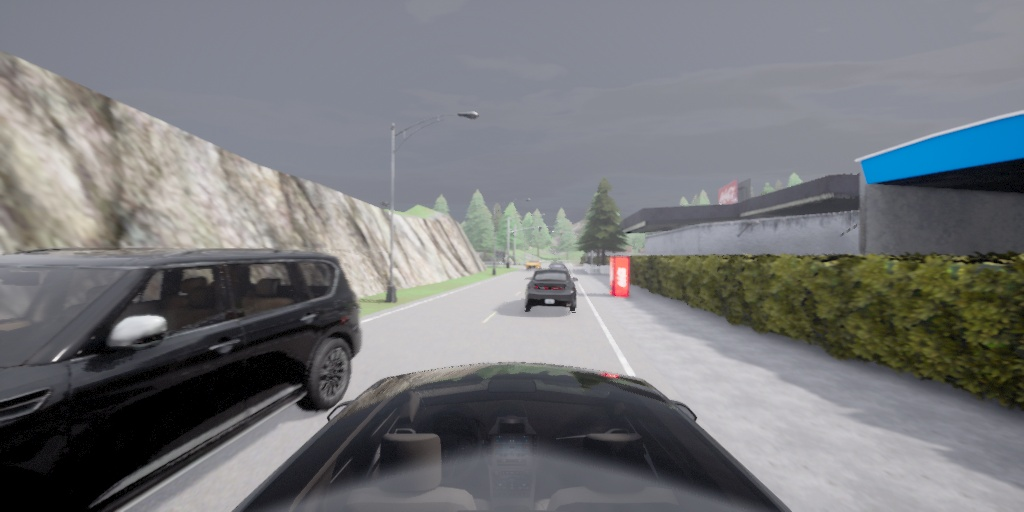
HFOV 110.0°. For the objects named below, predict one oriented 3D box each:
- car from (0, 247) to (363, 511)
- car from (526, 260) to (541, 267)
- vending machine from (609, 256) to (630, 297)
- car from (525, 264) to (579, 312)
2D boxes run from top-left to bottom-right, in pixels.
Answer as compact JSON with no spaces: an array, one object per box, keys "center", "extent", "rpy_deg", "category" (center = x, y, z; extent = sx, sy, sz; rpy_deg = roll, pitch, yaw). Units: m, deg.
[{"center":[-3.425,0.931,3.163],"extent":[2.150,2.045,5.566],"rpy_deg":[0,0,3],"category":"car"},{"center":[3.085,1.237,51.086],"extent":[1.882,1.535,5.008],"rpy_deg":[1,0,8],"category":"car"},{"center":[5.541,1.001,18.457],"extent":[1.100,2.100,0.880],"rpy_deg":[0,0,8],"category":"vending machine"},{"center":[1.578,1.266,14.363],"extent":[1.837,1.490,4.892],"rpy_deg":[1,0,8],"category":"car"}]
